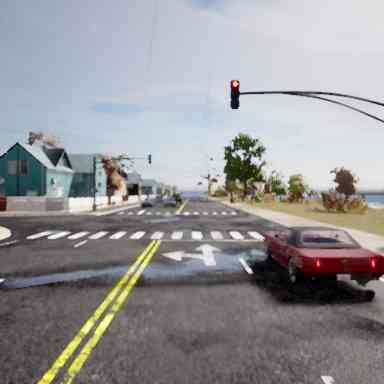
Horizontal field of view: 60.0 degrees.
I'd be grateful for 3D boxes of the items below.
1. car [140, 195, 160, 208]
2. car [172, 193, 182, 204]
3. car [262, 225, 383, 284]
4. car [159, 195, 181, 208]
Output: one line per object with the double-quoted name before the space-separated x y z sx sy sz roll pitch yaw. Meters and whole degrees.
"car" -6.495 1.608 50.131 2.033 1.411 5.357 0 0 0
"car" -3.147 1.321 67.748 2.150 2.045 5.566 0 0 0
"car" 3.364 1.606 9.572 1.895 1.301 4.718 0 0 0
"car" -3.248 1.608 50.110 2.033 1.411 5.357 0 0 0
